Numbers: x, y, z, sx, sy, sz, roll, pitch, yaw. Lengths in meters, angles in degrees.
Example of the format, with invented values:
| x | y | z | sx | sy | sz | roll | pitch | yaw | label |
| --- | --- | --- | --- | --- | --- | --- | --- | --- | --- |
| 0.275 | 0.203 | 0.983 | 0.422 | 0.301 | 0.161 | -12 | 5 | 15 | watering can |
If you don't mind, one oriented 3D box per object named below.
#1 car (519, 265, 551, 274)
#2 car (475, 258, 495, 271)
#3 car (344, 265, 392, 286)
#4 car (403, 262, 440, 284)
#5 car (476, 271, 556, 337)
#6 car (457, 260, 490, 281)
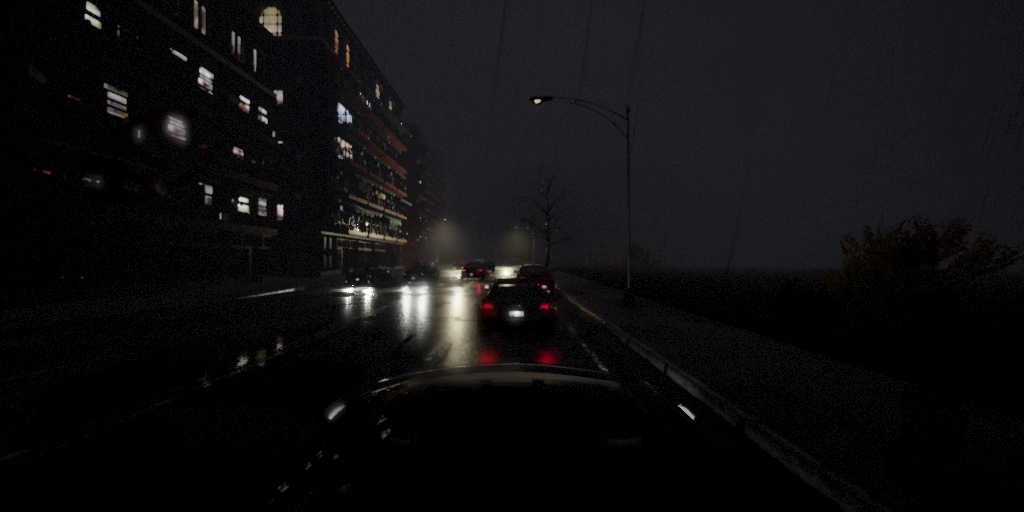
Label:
| x | y | z | sx | sy | sz | roll | pitch | yaw | label |
| --- | --- | --- | --- | --- | --- | --- | --- | --- | --- |
| 1.143 | 1.220 | 19.254 | 1.882 | 1.535 | 5.008 | 0 | 0 | 0 | car |
| -3.132 | 1.217 | 45.906 | 2.128 | 1.511 | 4.902 | 0 | 0 | 0 | car |
| -9.844 | 1.303 | 24.804 | 1.994 | 1.385 | 4.181 | 0 | 0 | 0 | car |
| -6.594 | 1.229 | 26.503 | 2.128 | 1.511 | 4.902 | 0 | 0 | 0 | car |
| 0.105 | 1.310 | 10.334 | 1.994 | 1.385 | 4.181 | 0 | 0 | 0 | car |
| -3.141 | 1.262 | 30.091 | 1.812 | 1.442 | 4.674 | 0 | 0 | 0 | car |
